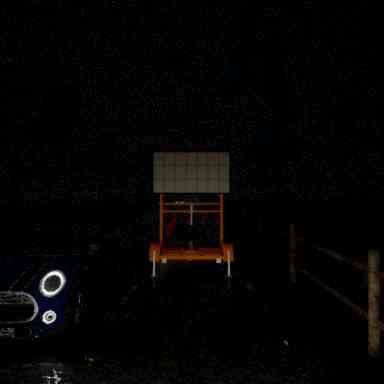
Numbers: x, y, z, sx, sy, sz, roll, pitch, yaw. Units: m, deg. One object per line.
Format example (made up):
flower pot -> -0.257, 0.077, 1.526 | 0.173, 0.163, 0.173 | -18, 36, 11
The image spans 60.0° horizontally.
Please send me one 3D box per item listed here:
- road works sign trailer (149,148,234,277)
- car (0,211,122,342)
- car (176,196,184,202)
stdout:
road works sign trailer -> -0.015, 0.467, 10.224 | 2.380, 3.560, 2.880 | 0, 0, 0
car -> -2.862, 1.353, 6.817 | 2.097, 1.767, 4.553 | 0, 0, 0
car -> -2.876, 1.580, 78.808 | 2.033, 1.411, 5.357 | 0, 0, 0
